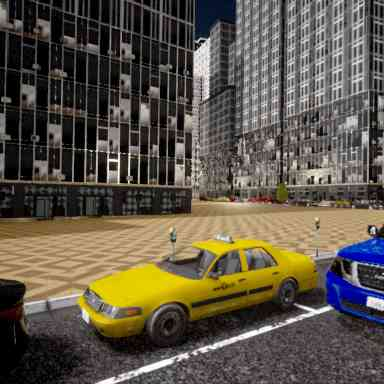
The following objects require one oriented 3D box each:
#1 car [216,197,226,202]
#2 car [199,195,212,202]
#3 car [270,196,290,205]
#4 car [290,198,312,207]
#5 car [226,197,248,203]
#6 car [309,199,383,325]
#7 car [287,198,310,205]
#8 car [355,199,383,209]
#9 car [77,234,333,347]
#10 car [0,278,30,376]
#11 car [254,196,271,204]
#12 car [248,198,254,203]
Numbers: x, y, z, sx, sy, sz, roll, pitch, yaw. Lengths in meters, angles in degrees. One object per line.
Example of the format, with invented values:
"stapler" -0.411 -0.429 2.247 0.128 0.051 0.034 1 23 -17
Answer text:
"car" 7.895 1.848 79.279 1.752 1.417 4.829 1 -1 -22
"car" 3.618 1.701 89.797 2.192 1.841 5.009 1 -1 -22
"car" 16.263 1.638 58.719 1.967 1.590 4.097 1 -1 -22
"car" 18.369 1.717 53.538 2.008 1.369 4.403 1 -1 -22
"car" 9.939 1.732 74.258 1.967 1.590 4.097 1 -1 -22
"car" 4.914 1.226 6.224 5.566 2.045 2.150 0 0 -34
"car" 21.444 1.929 66.885 2.008 1.369 4.403 1 -1 -22
"car" 27.770 1.835 51.340 2.008 1.369 4.403 1 -1 -22
"car" 0.401 1.528 6.315 4.829 1.417 1.752 0 1 -35
"car" -3.964 1.565 3.258 4.313 1.339 1.947 0 1 -36
"car" 17.230 1.756 77.252 2.192 1.841 5.009 1 -1 -22
"car" 15.117 2.054 82.431 1.802 1.307 4.206 1 -1 -22
